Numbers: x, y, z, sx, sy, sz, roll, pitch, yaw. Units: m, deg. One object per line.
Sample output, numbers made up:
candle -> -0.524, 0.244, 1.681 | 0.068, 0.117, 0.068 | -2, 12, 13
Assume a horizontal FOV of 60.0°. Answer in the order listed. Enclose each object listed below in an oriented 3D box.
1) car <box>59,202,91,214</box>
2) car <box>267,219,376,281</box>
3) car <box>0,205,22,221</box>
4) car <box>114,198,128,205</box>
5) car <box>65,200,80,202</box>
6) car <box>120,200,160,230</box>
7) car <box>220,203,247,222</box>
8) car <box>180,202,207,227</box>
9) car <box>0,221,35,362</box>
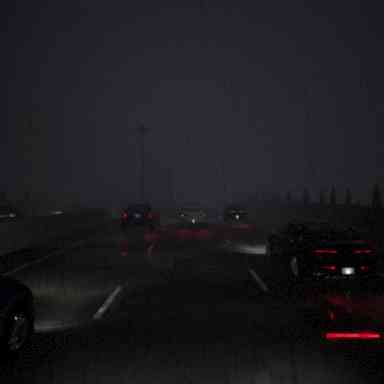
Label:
car -> -10.590, 1.850, 30.844 | 1.895, 1.301, 4.718 | 0, 0, 0
car -> 3.601, 1.587, 10.091 | 1.837, 1.490, 4.892 | 0, 0, 0
car -> -14.095, 1.699, 23.943 | 1.837, 1.490, 4.892 | 0, 0, 0
car -> -13.999, 1.779, 65.783 | 1.895, 1.301, 4.718 | 0, 0, 0
car -> -17.553, 1.869, 48.589 | 1.882, 1.535, 5.008 | 0, -1, 0
car -> -3.400, 1.536, 22.819 | 2.097, 1.767, 4.553 | 0, 0, 0
car -> 3.601, 1.738, 28.835 | 1.837, 1.490, 4.892 | 0, 0, 0
car -> 0.098, 1.723, 24.405 | 1.812, 1.442, 4.674 | 0, -1, 0
car -> -3.400, 1.378, 3.138 | 2.097, 1.767, 4.553 | 0, 0, 0
